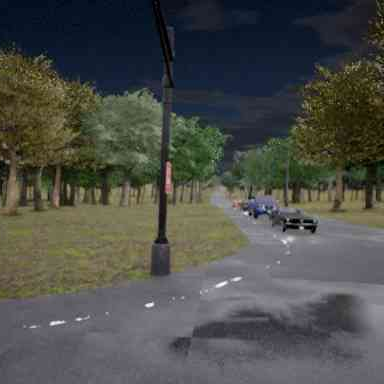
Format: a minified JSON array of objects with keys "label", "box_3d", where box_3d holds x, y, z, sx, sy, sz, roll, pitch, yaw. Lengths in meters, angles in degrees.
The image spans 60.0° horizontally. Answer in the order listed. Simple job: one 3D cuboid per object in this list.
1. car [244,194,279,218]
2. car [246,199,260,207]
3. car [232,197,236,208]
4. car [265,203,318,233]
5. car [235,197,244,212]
[{"label":"car","box_3d":[6.392,1.260,29.899,2.150,2.045,5.566,2,0,2]},{"label":"car","box_3d":[11.128,2.064,60.763,1.895,1.301,4.718,2,-1,2]},{"label":"car","box_3d":[7.247,1.510,50.450,2.097,1.767,4.553,2,-1,2]},{"label":"car","box_3d":[5.974,1.628,20.044,1.895,1.301,4.718,2,0,2]},{"label":"car","box_3d":[6.846,1.617,40.164,2.033,1.411,5.357,2,0,2]}]
